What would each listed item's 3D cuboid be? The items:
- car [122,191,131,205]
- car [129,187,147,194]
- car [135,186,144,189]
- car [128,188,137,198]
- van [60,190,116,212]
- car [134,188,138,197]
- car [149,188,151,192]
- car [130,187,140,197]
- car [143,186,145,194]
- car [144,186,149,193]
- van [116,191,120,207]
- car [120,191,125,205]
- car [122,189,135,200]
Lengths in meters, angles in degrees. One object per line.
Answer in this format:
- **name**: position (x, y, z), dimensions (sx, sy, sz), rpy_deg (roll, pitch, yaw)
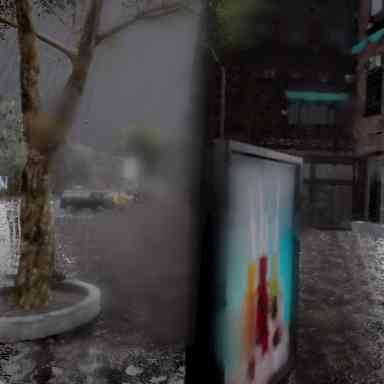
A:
- **car**: position (-10.486, 0.946, 39.550), dimensions (5.366, 1.575, 1.946), rpy_deg (2, 1, -25)
- **car**: position (-15.066, -0.453, 93.307), dimensions (4.553, 1.767, 2.185), rpy_deg (2, 1, -25)
- **car**: position (-13.107, 0.092, 69.387), dimensions (4.553, 1.767, 2.185), rpy_deg (2, 2, -25)
- **car**: position (-11.843, 0.647, 51.361), dimensions (5.366, 1.575, 1.946), rpy_deg (2, 2, -25)
- **van**: position (-9.722, 0.835, 30.564), dimensions (4.442, 1.987, 1.878), rpy_deg (2, 0, -25)
- **car**: position (-11.917, 0.583, 54.429), dimensions (4.892, 1.521, 2.231), rpy_deg (2, 2, -25)
- **car**: position (-14.579, -0.447, 87.311), dimensions (5.566, 2.045, 2.435), rpy_deg (2, 1, -25)
- **car**: position (-12.660, 0.401, 63.397), dimensions (4.674, 1.452, 2.002), rpy_deg (2, 2, -25)
- **car**: position (-13.346, 0.021, 72.378), dimensions (4.553, 1.767, 2.185), rpy_deg (2, 2, -25)
- **car**: position (-13.857, -0.244, 78.326), dimensions (5.566, 2.045, 2.435), rpy_deg (2, 2, -25)
- **van**: position (-9.995, 0.799, 33.552), dimensions (4.442, 1.987, 1.878), rpy_deg (2, 0, -25)
- **car**: position (-10.375, 0.986, 36.480), dimensions (5.008, 1.535, 2.097), rpy_deg (2, 1, -25)
- **car**: position (-11.591, 0.721, 48.371), dimensions (5.366, 1.575, 1.946), rpy_deg (2, 2, -25)
